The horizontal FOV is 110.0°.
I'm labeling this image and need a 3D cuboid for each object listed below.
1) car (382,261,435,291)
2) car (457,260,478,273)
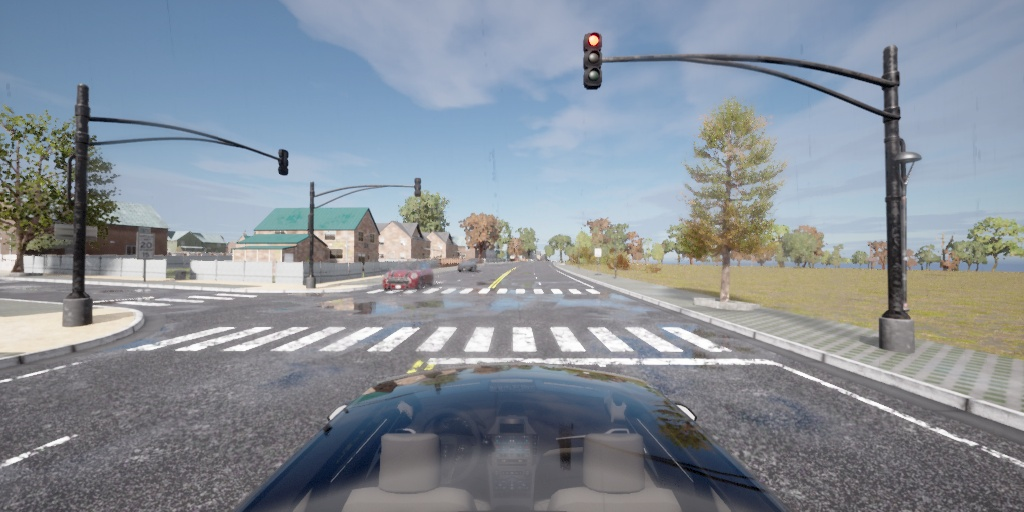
[{"bbox_3d":[-6.210,1.113,21.964,2.097,1.767,4.553,0,0,1],"label":"car"},{"bbox_3d":[-5.398,1.292,43.942,1.882,1.535,5.008,0,0,3],"label":"car"}]
